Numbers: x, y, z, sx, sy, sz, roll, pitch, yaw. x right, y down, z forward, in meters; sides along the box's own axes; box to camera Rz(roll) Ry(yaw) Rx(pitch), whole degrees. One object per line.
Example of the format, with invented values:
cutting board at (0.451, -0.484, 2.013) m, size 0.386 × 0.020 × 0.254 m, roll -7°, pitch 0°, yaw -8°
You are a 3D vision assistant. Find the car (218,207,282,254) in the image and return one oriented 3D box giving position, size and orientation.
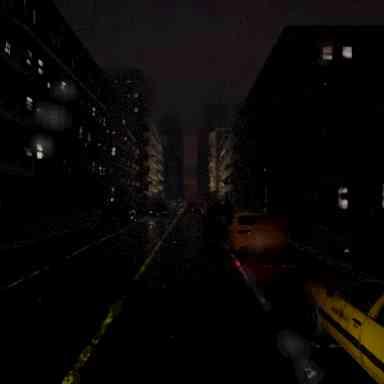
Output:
car at (2.361, 1.606, 14.141) m, size 1.882 × 1.535 × 5.008 m, roll 0°, pitch -1°, yaw 0°

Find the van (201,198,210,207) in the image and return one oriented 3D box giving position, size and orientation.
van at (2.694, 2.011, 66.328) m, size 1.690 × 1.788 × 3.998 m, roll 0°, pitch -1°, yaw 0°

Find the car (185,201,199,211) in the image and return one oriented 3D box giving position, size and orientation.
car at (0.000, 2.040, 50.269) m, size 2.033 × 1.411 × 5.357 m, roll 0°, pitch -1°, yaw 0°

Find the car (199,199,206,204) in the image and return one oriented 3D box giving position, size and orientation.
car at (2.692, 2.524, 89.086) m, size 1.802 × 1.307 × 4.206 m, roll 0°, pitch -1°, yaw 0°

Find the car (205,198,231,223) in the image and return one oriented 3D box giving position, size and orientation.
car at (2.696, 1.620, 32.191) m, size 2.192 × 1.841 × 5.009 m, roll 0°, pitch -1°, yaw 0°

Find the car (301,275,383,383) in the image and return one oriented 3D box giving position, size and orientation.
car at (2.696, 1.561, 3.909) m, size 1.752 × 1.417 × 4.829 m, roll 0°, pitch -1°, yaw 0°

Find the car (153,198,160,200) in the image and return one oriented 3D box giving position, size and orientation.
car at (-5.686, 1.862, 43.573) m, size 1.967 × 1.590 × 4.097 m, roll 0°, pitch -1°, yaw 0°

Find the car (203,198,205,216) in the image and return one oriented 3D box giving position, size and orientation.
car at (2.695, 1.862, 43.570) m, size 1.967 × 1.590 × 4.097 m, roll 0°, pitch -1°, yaw 0°

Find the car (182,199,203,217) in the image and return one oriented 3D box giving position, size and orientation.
car at (0.065, 1.866, 40.233) m, size 1.882 × 1.535 × 5.008 m, roll 0°, pitch -1°, yaw 0°

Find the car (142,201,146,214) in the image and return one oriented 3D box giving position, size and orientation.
car at (-5.686, 1.914, 37.881) m, size 2.008 × 1.369 × 4.403 m, roll 0°, pitch -1°, yaw 0°

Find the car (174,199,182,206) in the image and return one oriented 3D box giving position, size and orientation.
car at (-3.002, 2.231, 74.275) m, size 2.128 × 1.511 × 4.902 m, roll 0°, pitch -1°, yaw 0°

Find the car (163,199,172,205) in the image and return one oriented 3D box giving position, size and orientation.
car at (-5.688, 2.326, 77.538) m, size 1.752 × 1.417 × 4.829 m, roll 0°, pitch -1°, yaw 0°

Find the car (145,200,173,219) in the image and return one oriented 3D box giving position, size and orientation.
car at (-3.098, 1.814, 32.580) m, size 1.837 × 1.490 × 4.892 m, roll 0°, pitch -1°, yaw 0°

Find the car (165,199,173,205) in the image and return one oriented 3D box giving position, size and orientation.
car at (-5.688, 2.454, 83.399) m, size 1.802 × 1.307 × 4.206 m, roll 0°, pitch -1°, yaw 0°

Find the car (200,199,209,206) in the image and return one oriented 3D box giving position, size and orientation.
car at (2.692, 2.280, 72.017) m, size 1.887 × 1.381 × 4.507 m, roll 0°, pitch -1°, yaw 0°

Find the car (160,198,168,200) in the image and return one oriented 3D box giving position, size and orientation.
car at (-5.685, 1.858, 54.952) m, size 2.192 × 1.841 × 5.009 m, roll 0°, pitch -1°, yaw 0°

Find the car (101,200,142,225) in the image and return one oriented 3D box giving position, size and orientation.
car at (-5.684, 1.563, 26.503) m, size 2.192 × 1.841 × 5.009 m, roll 0°, pitch -1°, yaw 0°
